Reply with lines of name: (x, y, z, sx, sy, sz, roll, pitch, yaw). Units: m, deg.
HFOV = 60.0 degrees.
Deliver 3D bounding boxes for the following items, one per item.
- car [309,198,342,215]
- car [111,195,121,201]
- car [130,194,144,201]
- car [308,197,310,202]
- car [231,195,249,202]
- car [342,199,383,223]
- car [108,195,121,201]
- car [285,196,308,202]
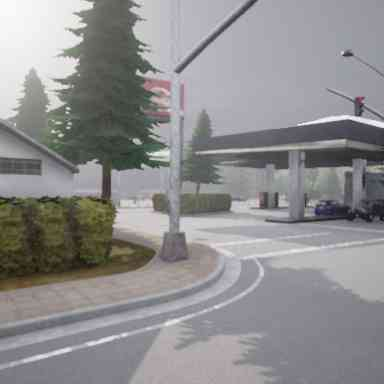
car: (14.929, 1.699, 35.072, 4.611, 1.667, 2.242, 0, 0, -36)
car: (-18.146, 1.493, 75.162, 2.007, 1.523, 4.514, 0, 0, -36)
car: (-14.344, 1.416, 87.058, 2.152, 1.636, 5.027, 0, 0, -36)
car: (28.540, 1.834, 86.447, 2.007, 1.523, 4.514, 0, 0, -36)
car: (11.944, 1.713, 83.779, 1.845, 1.501, 3.633, 0, 0, -36)
car: (14.761, 1.503, 27.943, 3.866, 1.878, 1.905, 0, 0, -36)
car: (-19.339, 1.452, 83.015, 1.970, 1.475, 3.806, 0, 0, -36)
car: (26.036, 1.804, 84.557, 2.152, 1.636, 5.027, 0, 0, -36)
